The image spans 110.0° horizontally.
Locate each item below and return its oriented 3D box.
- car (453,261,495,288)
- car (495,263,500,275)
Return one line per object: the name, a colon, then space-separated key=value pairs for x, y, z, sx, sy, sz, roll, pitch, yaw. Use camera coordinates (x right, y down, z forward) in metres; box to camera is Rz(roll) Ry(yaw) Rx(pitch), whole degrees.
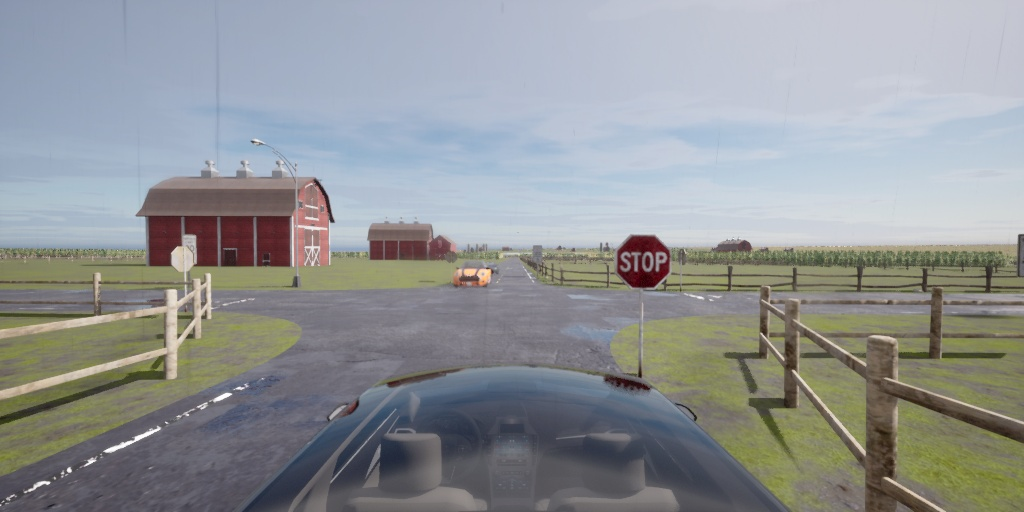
car: x=-2.514 y=1.093 z=23.575 sx=2.097 sy=1.767 sz=4.553 roll=0 pitch=0 yaw=1
car: x=-2.353 y=1.314 z=38.230 sx=1.994 sy=1.385 sz=4.181 roll=0 pitch=0 yaw=1
